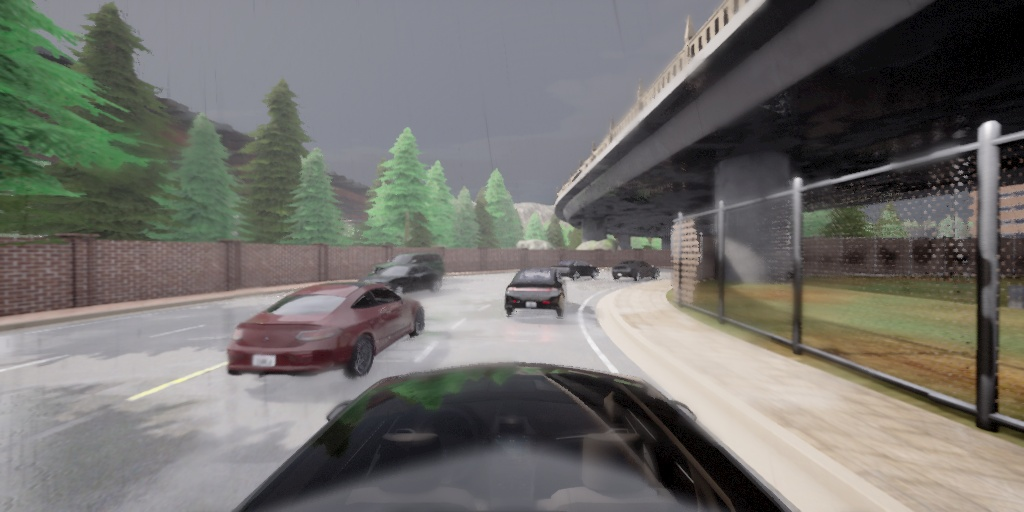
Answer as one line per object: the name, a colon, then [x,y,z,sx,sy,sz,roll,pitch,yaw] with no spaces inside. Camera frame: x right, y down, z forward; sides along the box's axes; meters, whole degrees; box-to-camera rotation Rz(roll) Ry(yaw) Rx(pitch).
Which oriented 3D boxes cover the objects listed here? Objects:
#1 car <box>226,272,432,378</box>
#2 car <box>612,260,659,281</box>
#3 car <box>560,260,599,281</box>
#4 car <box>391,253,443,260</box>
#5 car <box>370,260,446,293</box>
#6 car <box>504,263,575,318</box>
car: [-3.210,1.235,7.148,1.812,1.442,4.674,0,0,3]
car: [9.410,1.065,27.200,4.892,1.490,1.837,0,0,-44]
car: [4.908,1.049,27.566,2.128,1.511,4.902,0,0,41]
car: [-6.557,0.811,23.255,2.150,2.045,5.566,0,0,26]
car: [-5.191,1.113,17.138,1.882,1.535,5.008,0,0,19]
car: [0.997,1.160,12.670,2.128,1.511,4.902,0,0,11]
